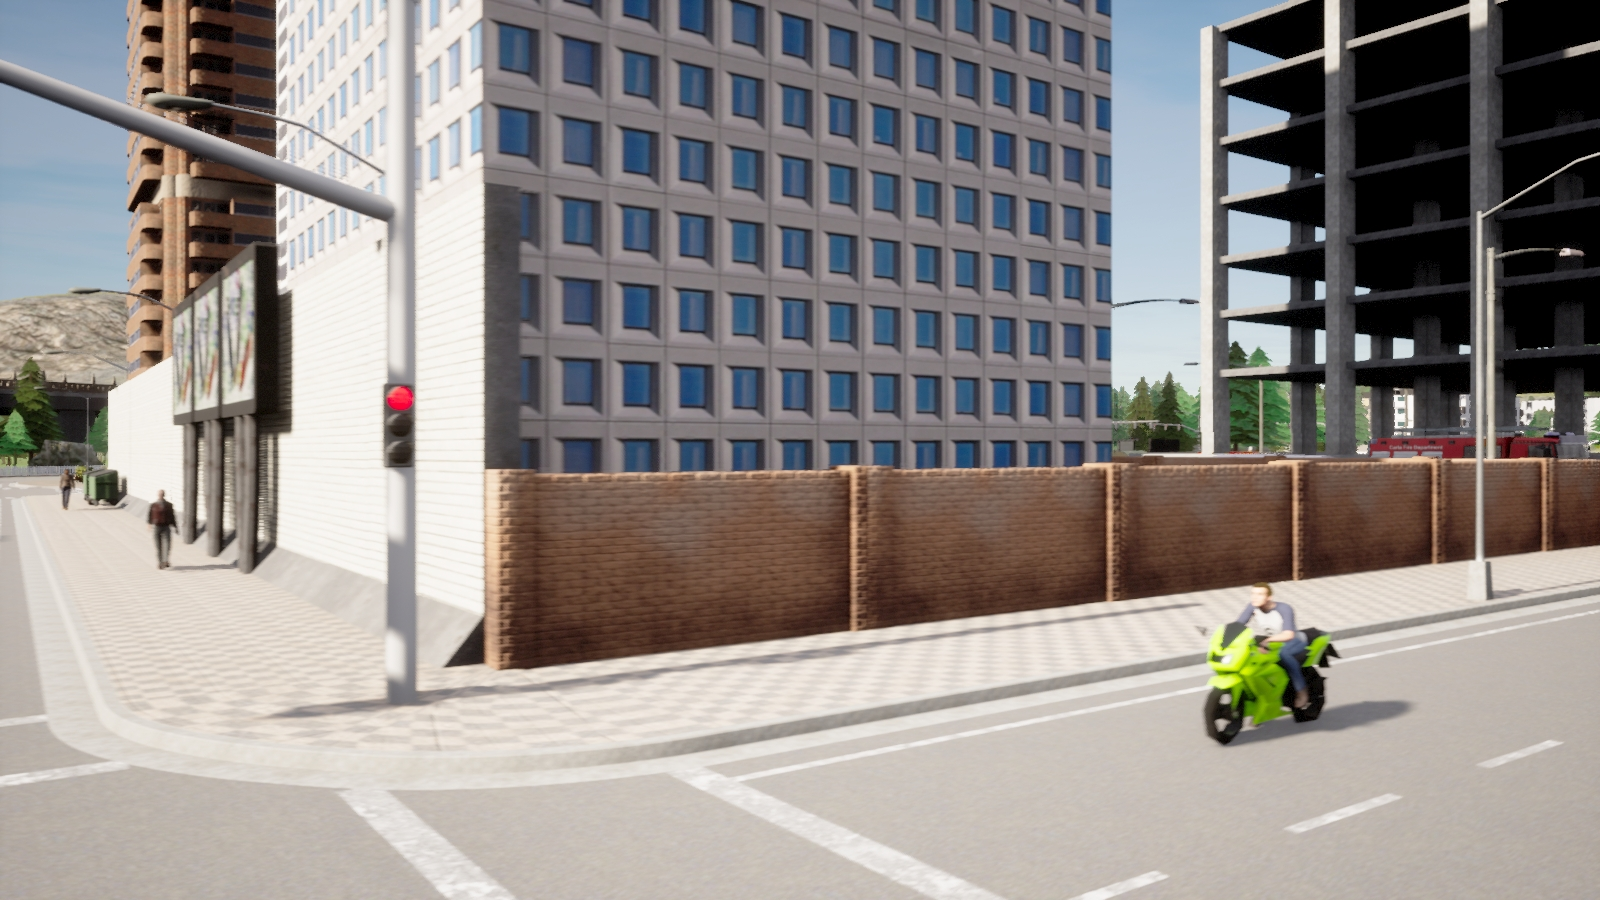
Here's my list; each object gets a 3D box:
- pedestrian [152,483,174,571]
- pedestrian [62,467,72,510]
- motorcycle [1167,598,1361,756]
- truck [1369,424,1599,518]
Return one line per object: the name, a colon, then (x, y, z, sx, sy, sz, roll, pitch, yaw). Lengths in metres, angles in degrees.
pedestrian: (-13.765, 1.655, 24.684, 0.375, 1.860, 0.375, 0, 0, -34)
pedestrian: (-31.796, 1.674, 49.543, 0.375, 1.860, 0.375, 0, 0, -33)
motorcycle: (4.605, 2.183, 11.284, 2.033, 1.199, 0.803, 0, 0, -35)
truck: (30.246, 0.869, 50.890, 2.891, 3.827, 8.468, 0, 0, -35)
